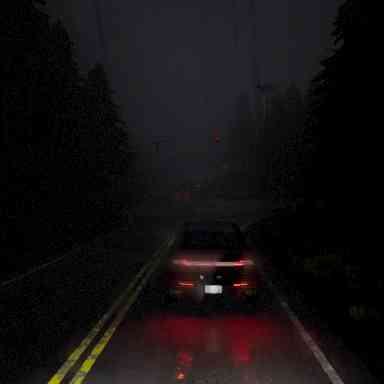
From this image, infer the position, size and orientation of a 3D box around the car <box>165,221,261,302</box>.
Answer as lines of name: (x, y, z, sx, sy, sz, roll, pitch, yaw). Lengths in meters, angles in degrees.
car: (0.449, 1.466, 8.191, 2.128, 1.511, 4.902, 0, 0, 2)

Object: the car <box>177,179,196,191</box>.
car: (-0.698, -1.069, 45.247, 1.812, 1.442, 4.674, 1, 9, 14)
